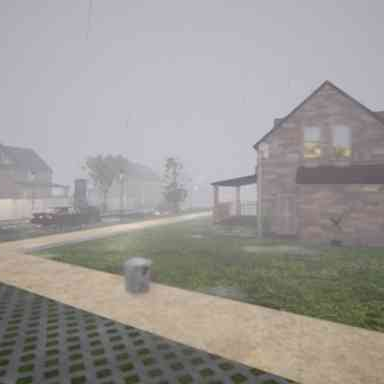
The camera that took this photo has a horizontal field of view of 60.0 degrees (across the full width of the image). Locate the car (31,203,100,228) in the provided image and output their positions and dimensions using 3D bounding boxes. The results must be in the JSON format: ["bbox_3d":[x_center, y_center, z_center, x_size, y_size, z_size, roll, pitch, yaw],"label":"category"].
[{"bbox_3d":[-8.798,1.686,23.664,2.033,1.411,5.357,0,0,20],"label":"car"}]

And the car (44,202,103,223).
[{"bbox_3d":[-10.028,1.660,28.585,2.128,1.511,4.902,0,0,20],"label":"car"}]

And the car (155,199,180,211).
[{"bbox_3d":[-3.375,1.744,46.693,2.097,1.767,4.553,0,-1,20],"label":"car"}]
